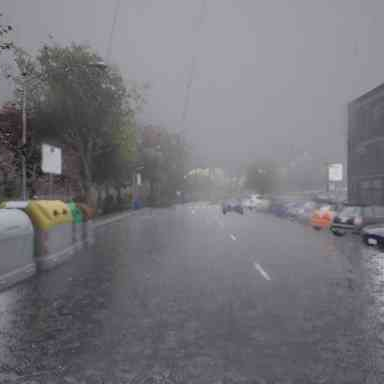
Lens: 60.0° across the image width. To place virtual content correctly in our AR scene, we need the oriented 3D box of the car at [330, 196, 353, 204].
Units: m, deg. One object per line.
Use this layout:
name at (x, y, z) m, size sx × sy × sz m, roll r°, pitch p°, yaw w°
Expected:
car at (34.567, 1.790, 77.037) m, size 2.185 × 1.767 × 4.553 m, roll 1°, pitch -1°, yaw -21°

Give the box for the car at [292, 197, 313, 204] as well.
car at (25.485, 1.904, 76.862) m, size 2.163 × 1.488 × 4.792 m, roll 0°, pitch -1°, yaw -21°

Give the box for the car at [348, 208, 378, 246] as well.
car at (9.348, 1.584, 13.864) m, size 4.792 × 1.488 × 2.163 m, roll 1°, pitch 0°, yaw -19°

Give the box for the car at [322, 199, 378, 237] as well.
car at (9.375, 1.437, 16.878) m, size 4.553 × 1.767 × 2.185 m, roll 1°, pitch 0°, yaw -19°

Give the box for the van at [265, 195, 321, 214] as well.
van at (9.663, 1.395, 31.943) m, size 4.442 × 1.987 × 1.878 m, roll 1°, pitch 0°, yaw -20°

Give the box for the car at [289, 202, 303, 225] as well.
car at (9.469, 1.625, 22.887) m, size 4.674 × 1.452 × 2.002 m, roll 1°, pitch 0°, yaw -19°

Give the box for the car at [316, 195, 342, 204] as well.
car at (31.570, 1.650, 76.933) m, size 2.435 × 2.045 × 5.566 m, roll 1°, pitch -1°, yaw -21°

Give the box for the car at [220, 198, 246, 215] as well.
car at (4.291, 1.482, 36.519) m, size 2.097 × 1.767 × 4.553 m, roll 0°, pitch 0°, yaw 1°

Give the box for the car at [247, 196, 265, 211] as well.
car at (9.421, 1.636, 37.843) m, size 5.366 × 1.575 × 1.946 m, roll 1°, pitch 0°, yaw -20°

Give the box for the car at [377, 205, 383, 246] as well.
car at (9.320, 1.294, 10.865) m, size 5.566 × 2.045 × 2.435 m, roll 1°, pitch 0°, yaw -19°

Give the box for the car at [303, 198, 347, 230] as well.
car at (9.407, 1.448, 19.879) m, size 4.553 × 1.767 × 2.185 m, roll 1°, pitch 0°, yaw -19°

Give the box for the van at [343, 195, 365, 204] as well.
van at (37.548, 1.705, 77.166) m, size 1.878 × 1.987 × 4.442 m, roll 0°, pitch -1°, yaw -21°

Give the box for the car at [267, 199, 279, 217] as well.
car at (9.517, 1.607, 28.898) m, size 5.008 × 1.535 × 2.097 m, roll 1°, pitch 0°, yaw -19°

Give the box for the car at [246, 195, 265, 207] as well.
car at (9.660, 1.415, 43.936) m, size 5.566 × 2.045 × 2.435 m, roll 1°, pitch 0°, yaw -20°

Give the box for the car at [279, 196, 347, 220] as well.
car at (9.532, 1.471, 25.895) m, size 4.553 × 1.767 × 2.185 m, roll 1°, pitch 0°, yaw -20°

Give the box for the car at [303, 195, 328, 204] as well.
car at (28.510, 1.637, 76.921) m, size 2.435 × 2.045 × 5.566 m, roll 0°, pitch -1°, yaw -21°

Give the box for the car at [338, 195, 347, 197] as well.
car at (25.667, 1.833, 59.915) m, size 2.163 × 1.488 × 4.792 m, roll 0°, pitch 1°, yaw -21°

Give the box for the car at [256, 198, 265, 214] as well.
car at (9.580, 1.671, 34.900) m, size 4.674 × 1.452 × 2.002 m, roll 1°, pitch 0°, yaw -20°

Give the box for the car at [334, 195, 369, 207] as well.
car at (28.634, 1.566, 59.972) m, size 2.435 × 2.045 × 5.566 m, roll 0°, pitch 1°, yaw -21°
